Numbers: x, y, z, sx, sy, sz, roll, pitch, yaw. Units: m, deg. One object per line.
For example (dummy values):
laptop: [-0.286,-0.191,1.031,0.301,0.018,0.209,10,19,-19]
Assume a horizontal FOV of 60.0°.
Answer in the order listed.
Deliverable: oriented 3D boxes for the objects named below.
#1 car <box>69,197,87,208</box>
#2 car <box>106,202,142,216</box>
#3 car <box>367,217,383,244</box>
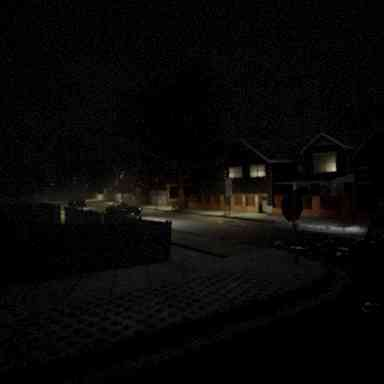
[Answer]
car: [-16.868,1.468,48.913,1.882,1.535,5.008,-3,1,-29]
car: [-6.368,1.590,30.932,1.895,1.301,4.718,-3,2,-32]
car: [8.954,1.384,12.549,2.128,1.511,4.902,-1,1,-17]
